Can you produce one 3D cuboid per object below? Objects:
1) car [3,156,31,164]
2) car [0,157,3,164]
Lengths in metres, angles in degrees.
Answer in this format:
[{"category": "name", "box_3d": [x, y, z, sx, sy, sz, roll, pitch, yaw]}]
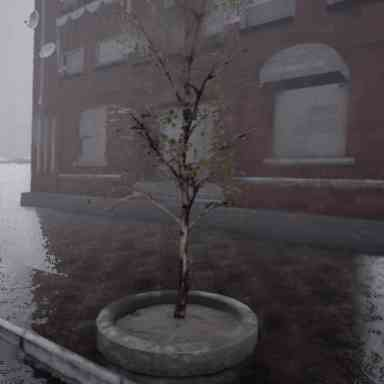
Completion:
[{"category": "car", "box_3d": [-23.840, -4.377, 47.332, 4.892, 1.521, 2.231, 3, 2, 27]}, {"category": "car", "box_3d": [-28.670, -4.554, 49.789, 4.674, 1.452, 2.002, 3, 2, 28]}]
